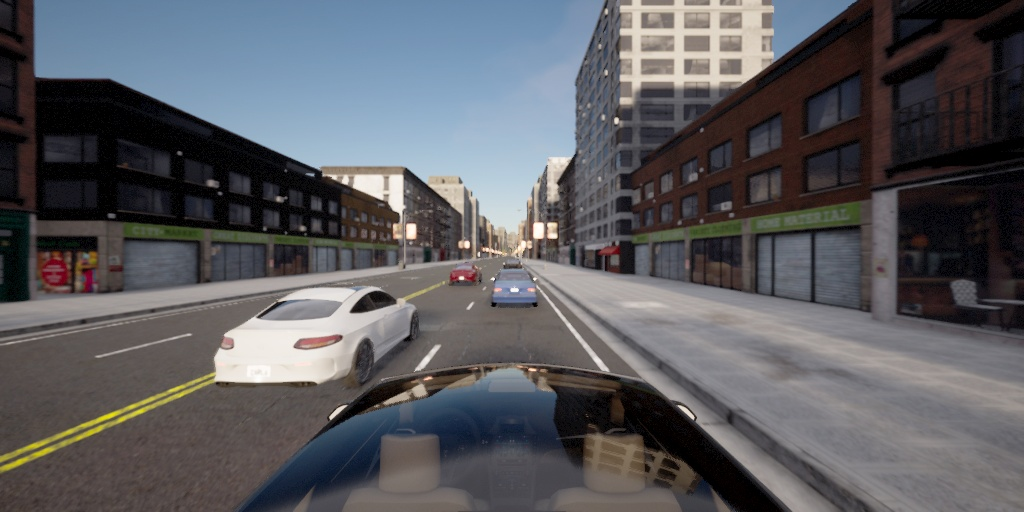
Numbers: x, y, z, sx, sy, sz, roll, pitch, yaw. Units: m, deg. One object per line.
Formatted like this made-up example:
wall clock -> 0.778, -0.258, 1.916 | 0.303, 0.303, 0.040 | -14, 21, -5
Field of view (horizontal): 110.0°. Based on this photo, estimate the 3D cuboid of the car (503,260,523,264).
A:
car -> 0.087, 1.122, 37.401 | 1.882, 1.535, 5.008 | 0, 0, 0

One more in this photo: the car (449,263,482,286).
car -> -3.155, 1.206, 24.720 | 1.812, 1.442, 4.674 | 0, 0, 0

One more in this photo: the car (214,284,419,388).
car -> -3.149, 1.260, 6.764 | 1.812, 1.442, 4.674 | 0, 0, 0

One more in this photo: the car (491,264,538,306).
car -> 0.094, 1.256, 15.296 | 2.033, 1.411, 5.357 | 0, 0, 0
